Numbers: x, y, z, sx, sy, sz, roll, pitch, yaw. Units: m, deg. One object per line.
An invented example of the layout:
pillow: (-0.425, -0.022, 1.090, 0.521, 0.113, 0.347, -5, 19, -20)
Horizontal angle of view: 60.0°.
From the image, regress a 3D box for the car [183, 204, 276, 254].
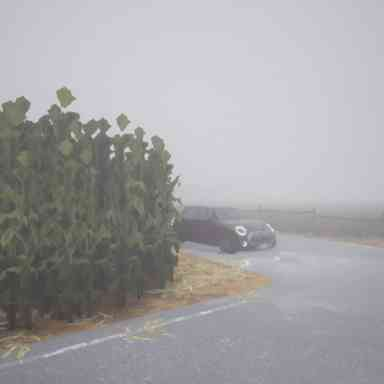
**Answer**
car: (1.184, 1.350, 13.635, 2.097, 1.767, 4.553, 0, 0, -38)

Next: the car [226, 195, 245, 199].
car: (9.031, 1.318, 66.689, 4.553, 1.767, 2.097, 0, 0, -35)
